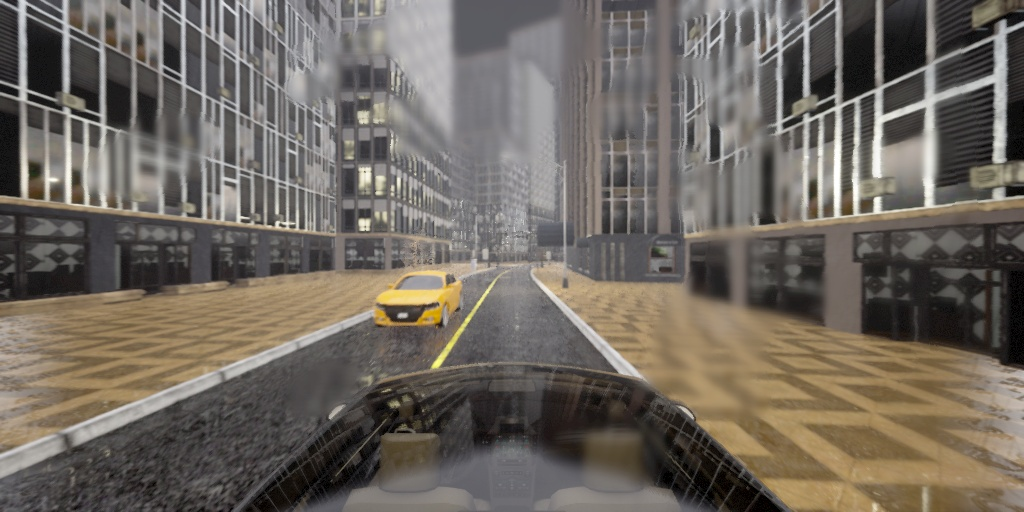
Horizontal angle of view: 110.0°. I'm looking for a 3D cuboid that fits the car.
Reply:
[{"bbox_3d":[-2.747,1.221,11.517,1.882,1.535,5.008,0,0,0],"label":"car"}]
